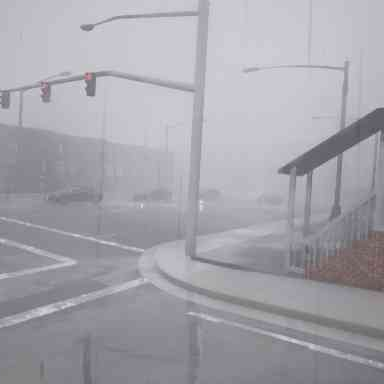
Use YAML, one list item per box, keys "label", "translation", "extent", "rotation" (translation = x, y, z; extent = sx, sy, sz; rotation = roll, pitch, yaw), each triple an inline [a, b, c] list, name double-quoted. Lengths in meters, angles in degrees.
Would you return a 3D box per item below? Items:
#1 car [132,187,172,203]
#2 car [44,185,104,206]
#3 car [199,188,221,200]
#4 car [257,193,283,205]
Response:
- label: "car"
  translation: [-4.005, 0.235, 34.100]
  extent: [1.837, 1.490, 4.892]
  rotation: [5, 3, 36]
- label: "car"
  translation: [-9.340, 0.219, 26.681]
  extent: [2.128, 1.511, 4.902]
  rotation: [5, 3, 36]
- label: "car"
  translation: [1.925, 0.238, 42.321]
  extent: [1.837, 1.490, 4.892]
  rotation: [5, 3, 36]
- label: "car"
  translation: [9.622, 0.781, 40.767]
  extent: [1.994, 1.385, 4.181]
  rotation: [5, 3, 36]
